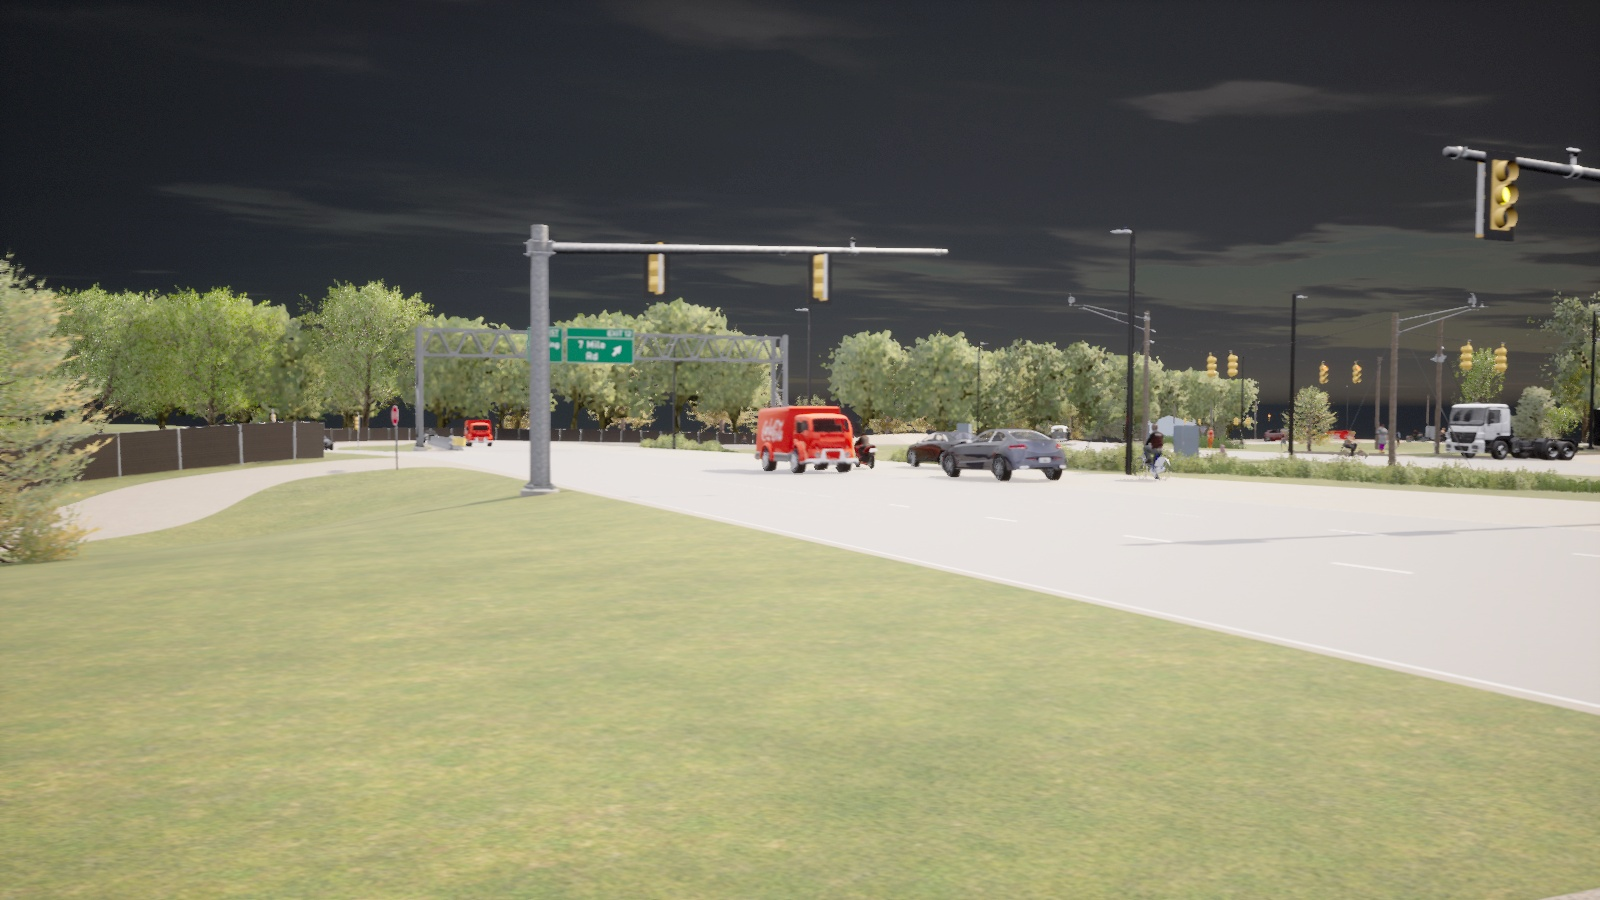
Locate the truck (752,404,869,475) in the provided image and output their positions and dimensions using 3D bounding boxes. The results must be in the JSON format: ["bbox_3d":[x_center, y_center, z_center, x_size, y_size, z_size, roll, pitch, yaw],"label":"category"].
[{"bbox_3d":[0.309,-0.400,47.319,2.627,2.467,5.204,-2,1,-21],"label":"truck"}]

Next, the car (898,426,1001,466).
[{"bbox_3d":[6.094,-0.175,51.806,2.128,1.511,4.902,-2,1,-21],"label":"car"}]

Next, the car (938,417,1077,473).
[{"bbox_3d":[6.612,-0.174,40.689,2.152,1.651,5.027,-2,1,-21],"label":"car"}]

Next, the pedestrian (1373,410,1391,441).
[{"bbox_3d":[37.075,-1.540,79.979,0.659,1.952,0.873,-1,2,-6],"label":"pedestrian"}]

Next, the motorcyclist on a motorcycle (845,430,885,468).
[{"bbox_3d":[2.628,-0.053,51.076,0.797,1.523,2.044,-2,1,-21],"label":"motorcyclist on a motorcycle"}]

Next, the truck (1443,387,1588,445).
[{"bbox_3d":[43.766,-2.100,76.863,7.936,3.462,2.891,-1,2,-15],"label":"truck"}]

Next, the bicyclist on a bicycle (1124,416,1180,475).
[{"bbox_3d":[10.958,-0.160,39.140,0.659,1.776,1.843,-2,1,-21],"label":"bicyclist on a bicycle"}]
